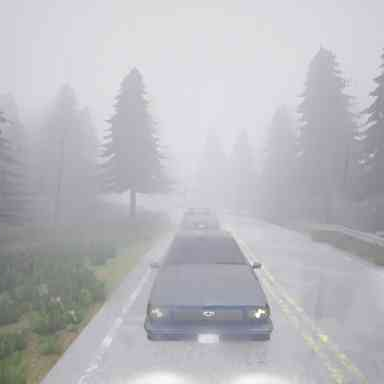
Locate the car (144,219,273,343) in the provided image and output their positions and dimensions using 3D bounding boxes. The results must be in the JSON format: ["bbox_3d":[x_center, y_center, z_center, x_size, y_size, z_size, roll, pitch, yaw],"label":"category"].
[{"bbox_3d":[0.266,1.557,7.071,2.033,1.411,5.357,0,0,1],"label":"car"}]

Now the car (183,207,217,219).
[{"bbox_3d":[0.438,1.584,19.156,1.994,1.385,4.181,0,0,-2],"label":"car"}]
